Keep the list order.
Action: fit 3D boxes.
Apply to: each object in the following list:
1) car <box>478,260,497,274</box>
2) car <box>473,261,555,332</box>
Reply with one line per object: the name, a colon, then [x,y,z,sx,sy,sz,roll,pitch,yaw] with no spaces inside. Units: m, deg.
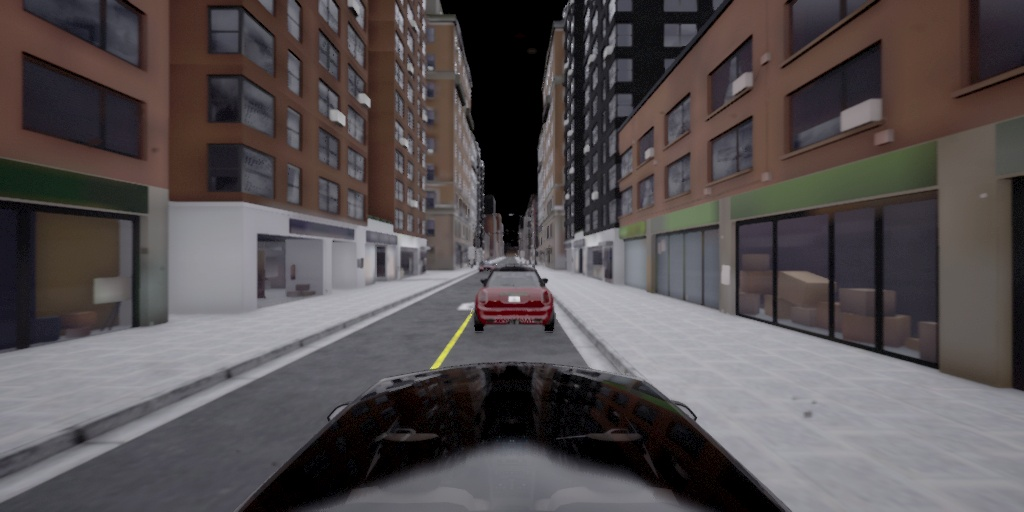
car: [-2.797,1.243,41.774,1.994,1.385,4.181,0,0,0]
car: [0.068,1.085,11.002,2.097,1.767,4.553,0,0,0]
